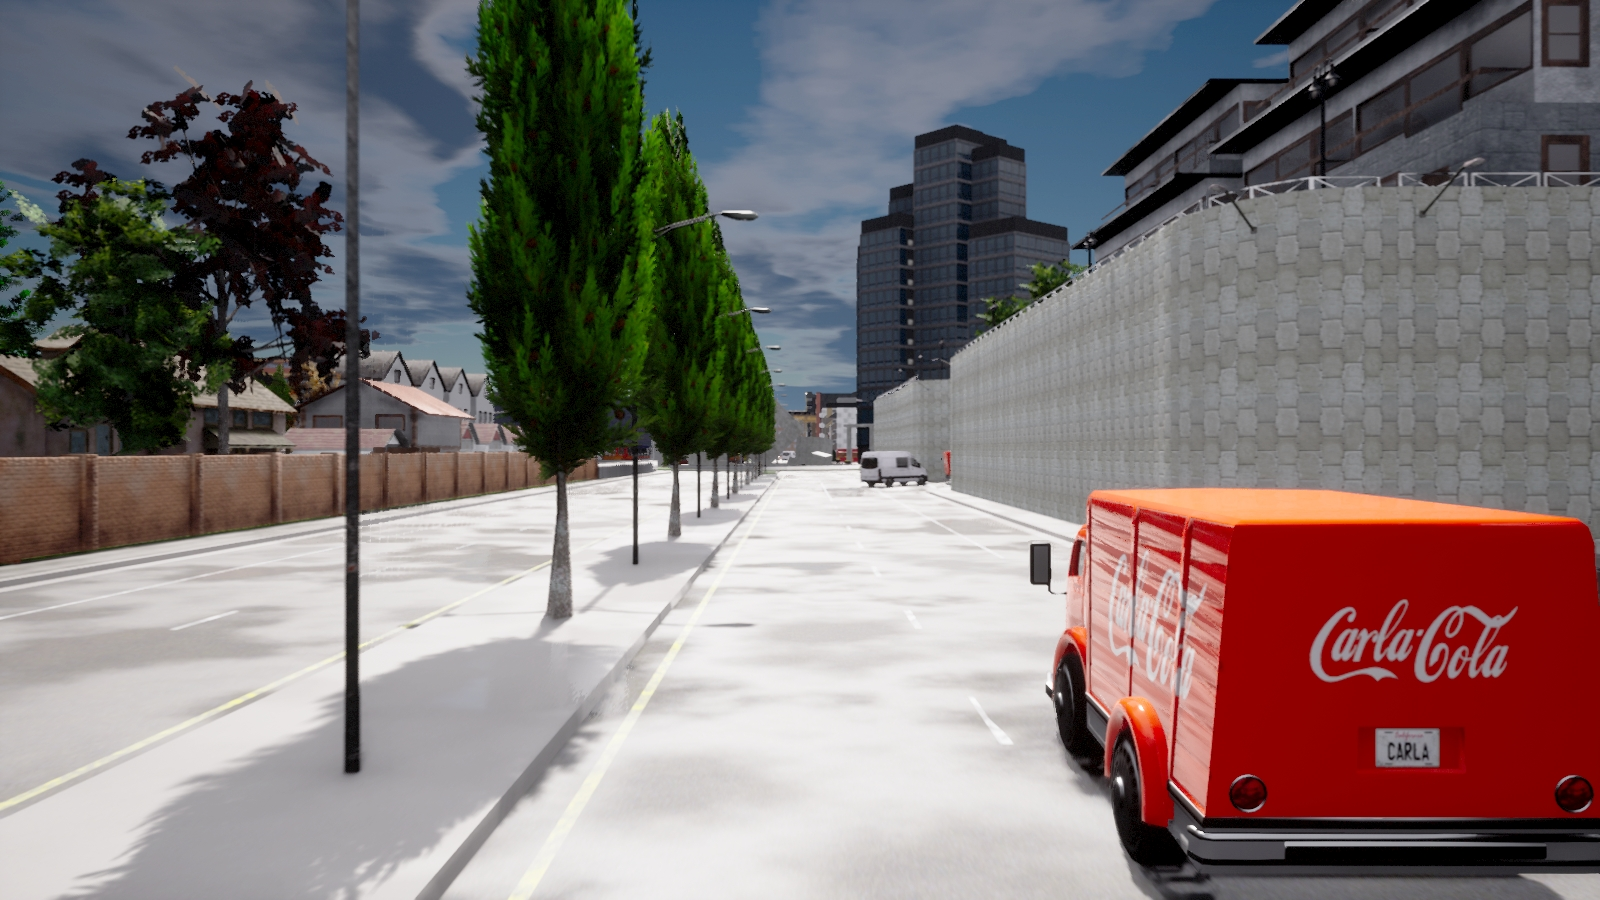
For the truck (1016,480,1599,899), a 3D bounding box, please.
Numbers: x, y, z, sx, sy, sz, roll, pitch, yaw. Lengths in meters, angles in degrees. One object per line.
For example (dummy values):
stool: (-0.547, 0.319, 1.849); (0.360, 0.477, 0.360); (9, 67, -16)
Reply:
truck: (3.475, 1.559, 8.982); (2.627, 2.467, 5.204); (0, 0, 1)
